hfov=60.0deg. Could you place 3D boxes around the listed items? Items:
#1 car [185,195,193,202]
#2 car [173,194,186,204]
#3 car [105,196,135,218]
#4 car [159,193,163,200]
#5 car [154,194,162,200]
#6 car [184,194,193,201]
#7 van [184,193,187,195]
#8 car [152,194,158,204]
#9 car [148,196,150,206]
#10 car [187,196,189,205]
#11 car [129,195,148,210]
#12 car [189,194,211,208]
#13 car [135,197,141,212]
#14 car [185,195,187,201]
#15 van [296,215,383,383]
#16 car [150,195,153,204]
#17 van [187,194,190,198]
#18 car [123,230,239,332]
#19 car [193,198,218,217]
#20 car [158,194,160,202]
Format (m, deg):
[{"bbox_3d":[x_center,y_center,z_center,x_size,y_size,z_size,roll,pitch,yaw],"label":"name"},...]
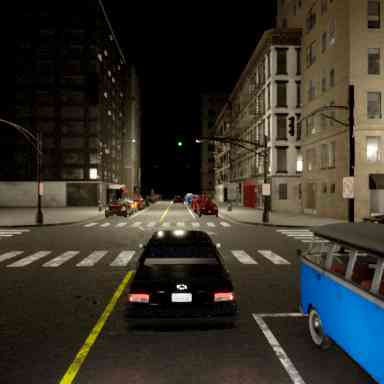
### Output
[{"bbox_3d":[-0.698,1.503,79.342,1.752,1.417,4.829,0,0,-2],"label":"car"},{"bbox_3d":[-2.475,1.513,61.327,1.812,1.442,4.674,0,0,-3],"label":"car"},{"bbox_3d":[-6.629,1.436,30.188,1.967,1.590,4.097,0,0,-2],"label":"car"},{"bbox_3d":[-8.709,1.293,78.829,2.192,1.841,5.009,0,0,-2],"label":"car"},{"bbox_3d":[-9.171,1.413,89.638,1.967,1.590,4.097,0,0,-2],"label":"car"},{"bbox_3d":[-0.922,1.416,84.576,1.967,1.590,4.097,0,0,-2],"label":"car"},{"bbox_3d":[-0.460,1.322,73.767,1.690,1.788,3.998,0,0,-2],"label":"van"},{"bbox_3d":[-8.016,1.537,62.616,2.008,1.369,4.403,0,0,-2],"label":"car"},{"bbox_3d":[-7.315,1.518,46.232,1.752,1.417,4.829,0,0,-2],"label":"car"},{"bbox_3d":[0.696,1.538,46.745,1.887,1.381,4.507,0,0,-2],"label":"car"},{"bbox_3d":[-7.091,1.309,40.997,2.192,1.841,5.009,0,0,-2],"label":"car"},{"bbox_3d":[1.158,1.310,35.935,2.192,1.841,5.009,0,0,-2],"label":"car"},{"bbox_3d":[-6.853,1.521,35.423,1.752,1.417,4.829,0,0,-2],"label":"car"},{"bbox_3d":[0.233,1.555,57.554,1.947,1.339,4.313,0,0,-2],"label":"car"},{"bbox_3d":[2.537,1.341,3.675,1.690,1.788,3.998,0,0,-2],"label":"van"},{"bbox_3d":[-7.553,1.557,51.806,1.947,1.339,4.313,0,0,-2],"label":"car"},{"bbox_3d":[0.465,1.332,52.150,1.690,1.788,3.998,0,0,-2],"label":"van"},{"bbox_3d":[-0.255,1.546,7.232,2.033,1.411,5.357,0,0,-2],"label":"car"},{"bbox_3d":[1.389,1.541,30.531,1.887,1.381,4.507,0,0,-2],"label":"car"},{"bbox_3d":[-8.247,1.549,68.020,1.947,1.339,4.313,0,0,-2],"label":"car"}]
